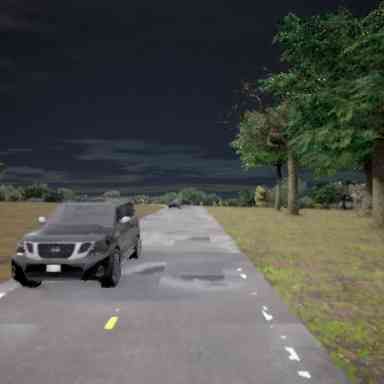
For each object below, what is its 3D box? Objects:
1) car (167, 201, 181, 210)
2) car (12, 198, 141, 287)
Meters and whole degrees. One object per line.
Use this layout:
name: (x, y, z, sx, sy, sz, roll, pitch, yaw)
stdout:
car: (-2.702, 1.965, 50.451, 1.895, 1.301, 4.718, 0, -1, 1)
car: (-2.849, 1.211, 9.607, 2.150, 2.045, 5.566, 0, 0, 0)
